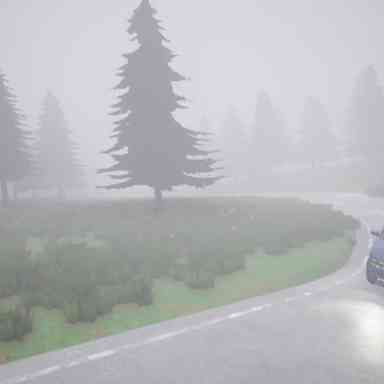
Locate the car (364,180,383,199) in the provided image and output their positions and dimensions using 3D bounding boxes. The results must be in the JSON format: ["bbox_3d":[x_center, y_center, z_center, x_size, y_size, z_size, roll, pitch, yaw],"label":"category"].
[{"bbox_3d":[13.777,-0.203,22.389,2.033,1.411,5.357,-4,3,0],"label":"car"}]

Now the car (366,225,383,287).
[{"bbox_3d":[6.092,1.354,8.963,1.882,1.535,5.008,-1,5,36],"label":"car"}]
